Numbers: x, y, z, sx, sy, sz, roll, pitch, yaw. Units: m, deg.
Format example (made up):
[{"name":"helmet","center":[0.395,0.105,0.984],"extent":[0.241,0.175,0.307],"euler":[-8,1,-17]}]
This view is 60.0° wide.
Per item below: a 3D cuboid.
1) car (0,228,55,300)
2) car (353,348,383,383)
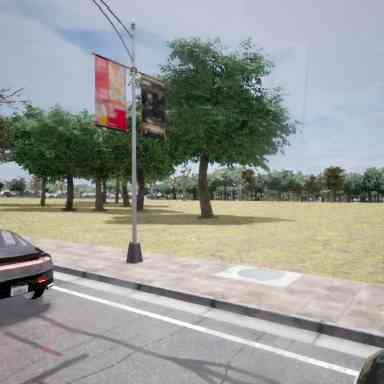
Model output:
[{"name":"car","center":[-4.974,1.515,7.209],"extent":[4.902,1.511,2.128],"euler":[0,0,36]},{"name":"car","center":[3.298,1.493,1.322],"extent":[4.902,1.511,2.128],"euler":[0,0,36]}]
